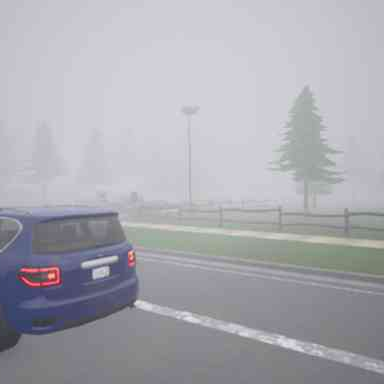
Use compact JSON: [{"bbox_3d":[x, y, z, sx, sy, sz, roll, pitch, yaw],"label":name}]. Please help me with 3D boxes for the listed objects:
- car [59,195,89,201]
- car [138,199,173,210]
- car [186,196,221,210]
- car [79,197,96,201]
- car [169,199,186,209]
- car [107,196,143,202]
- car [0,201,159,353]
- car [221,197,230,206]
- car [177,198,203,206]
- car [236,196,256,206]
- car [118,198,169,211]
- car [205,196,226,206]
[{"bbox_3d":[-14.277,1.664,43.087,2.097,1.767,4.553,-1,0,35],"label":"car"},{"bbox_3d":[-5.371,1.829,49.705,2.033,1.411,5.357,-1,0,35],"label":"car"},{"bbox_3d":[1.667,1.700,47.548,1.882,1.535,5.008,-1,0,35],"label":"car"},{"bbox_3d":[-11.072,1.760,41.562,1.882,1.535,5.008,-1,0,35],"label":"car"},{"bbox_3d":[-1.436,1.778,49.206,1.812,1.442,4.674,-1,0,35],"label":"car"},{"bbox_3d":[-7.977,1.474,39.885,2.150,2.045,5.566,-1,0,35],"label":"car"},{"bbox_3d":[-3.496,1.279,6.437,5.566,2.045,2.150,0,0,36],"label":"car"},{"bbox_3d":[5.219,1.757,58.675,1.837,1.490,4.892,-1,0,35],"label":"car"},{"bbox_3d":[-0.328,1.860,62.949,2.033,1.411,5.357,-1,0,35],"label":"car"},{"bbox_3d":[9.630,1.573,58.844,2.097,1.767,4.553,-1,0,35],"label":"car"},{"bbox_3d":[-5.414,1.769,37.437,2.033,1.411,5.357,-1,0,35],"label":"car"},{"bbox_3d":[4.564,1.633,63.794,2.097,1.767,4.553,-1,0,35],"label":"car"}]
